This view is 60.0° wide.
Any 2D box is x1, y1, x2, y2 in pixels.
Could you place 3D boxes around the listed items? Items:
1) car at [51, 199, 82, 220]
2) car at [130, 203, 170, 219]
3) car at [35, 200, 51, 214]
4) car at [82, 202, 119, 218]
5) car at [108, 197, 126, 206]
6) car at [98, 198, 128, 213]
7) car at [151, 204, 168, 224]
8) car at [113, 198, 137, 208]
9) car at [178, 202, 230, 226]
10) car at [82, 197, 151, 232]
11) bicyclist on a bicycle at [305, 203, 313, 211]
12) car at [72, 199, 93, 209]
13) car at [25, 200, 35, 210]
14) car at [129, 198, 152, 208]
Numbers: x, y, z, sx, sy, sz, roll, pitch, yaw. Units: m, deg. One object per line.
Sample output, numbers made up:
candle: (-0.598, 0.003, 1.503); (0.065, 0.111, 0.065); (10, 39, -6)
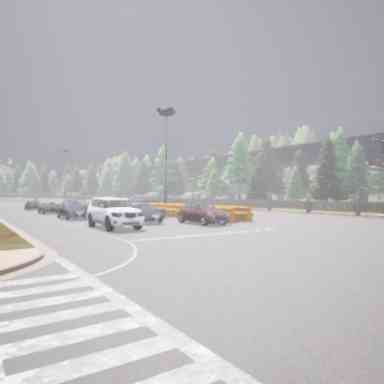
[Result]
car: (-10.776, 1.654, 29.956); (2.128, 1.511, 4.902); (1, -1, -35)
car: (-4.253, 1.833, 32.826); (1.895, 1.301, 4.718); (1, -1, -35)
car: (-15.949, 1.749, 37.438); (1.994, 1.385, 4.181); (1, -1, -35)
car: (-9.511, 1.753, 34.272); (2.033, 1.411, 5.357); (1, -1, -35)
car: (-15.156, 1.907, 67.185); (1.882, 1.535, 5.008); (1, -1, -35)
car: (-9.787, 1.608, 40.832); (2.097, 1.767, 4.553); (1, -1, -35)
car: (-3.956, 1.673, 26.253); (2.128, 1.511, 4.902); (1, -1, -35)
car: (-11.269, 1.855, 55.599); (2.128, 1.511, 4.902); (1, -1, -35)
car: (0.869, 1.561, 25.439); (2.097, 1.767, 4.553); (1, -1, -35)
car: (-5.124, 1.359, 21.802); (2.150, 2.045, 5.566); (1, -1, -35)
bicyclist on a bicycle: (15.258, 1.754, 43.268); (1.656, 1.620, 0.582); (0, 0, -35)
car: (-16.961, 1.814, 51.276); (1.812, 1.442, 4.674); (1, -1, -34)
car: (-21.658, 1.775, 45.733); (1.994, 1.385, 4.181); (1, -1, -34)
car: (-9.135, 1.881, 58.663); (1.882, 1.535, 5.008); (1, -1, -35)
